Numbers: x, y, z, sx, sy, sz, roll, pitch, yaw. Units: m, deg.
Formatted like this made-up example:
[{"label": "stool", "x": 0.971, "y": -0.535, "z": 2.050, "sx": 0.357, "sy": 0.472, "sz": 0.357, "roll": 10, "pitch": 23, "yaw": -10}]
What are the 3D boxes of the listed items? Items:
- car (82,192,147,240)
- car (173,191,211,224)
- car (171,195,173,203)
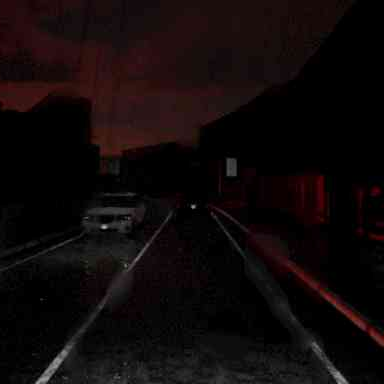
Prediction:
[{"label": "car", "x": -3.574, "y": 1.032, "z": 16.358, "sx": 2.150, "sy": 2.045, "sz": 5.566, "roll": 0, "pitch": 1, "yaw": 0}, {"label": "car", "x": 0.085, "y": 0.928, "z": 22.376, "sx": 2.150, "sy": 2.045, "sz": 5.566, "roll": 0, "pitch": 1, "yaw": 0}, {"label": "car", "x": -1.531, "y": 0.763, "z": 41.339, "sx": 2.128, "sy": 1.511, "sz": 4.902, "roll": 1, "pitch": 2, "yaw": -10}]
